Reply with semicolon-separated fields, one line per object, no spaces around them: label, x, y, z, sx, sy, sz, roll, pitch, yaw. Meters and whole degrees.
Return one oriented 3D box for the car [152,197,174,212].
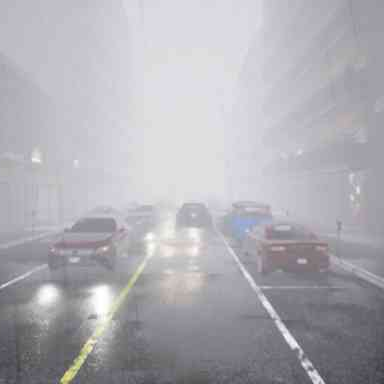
car;-3.038;1.585;38.423;1.994;1.385;4.181;0;0;0

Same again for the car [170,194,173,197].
car;-5.733;1.593;71.088;1.887;1.381;4.507;0;0;0

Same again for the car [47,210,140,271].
car;-3.092;1.530;11.087;1.812;1.442;4.674;0;0;0

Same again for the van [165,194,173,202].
van;-5.741;1.401;82.136;1.690;1.788;3.998;0;0;0

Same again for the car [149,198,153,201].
car;-5.723;1.554;48.825;1.752;1.417;4.829;0;0;0

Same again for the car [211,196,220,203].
car;2.664;1.546;38.109;1.752;1.417;4.829;0;0;0

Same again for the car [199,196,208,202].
car;2.644;1.606;76.603;2.008;1.369;4.403;-1;0;0

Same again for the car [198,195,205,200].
car;2.636;1.624;93.173;2.008;1.369;4.403;-1;0;0

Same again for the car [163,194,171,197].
car;-5.730;1.609;65.565;1.947;1.339;4.313;0;0;0

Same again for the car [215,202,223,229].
car;2.673;1.576;21.369;1.947;1.339;4.313;0;0;0

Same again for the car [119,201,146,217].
car;-5.714;1.598;32.424;1.802;1.307;4.206;0;0;0

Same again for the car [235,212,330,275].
car;2.678;1.549;10.322;1.887;1.381;4.507;0;0;0

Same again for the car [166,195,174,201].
car;-5.743;1.507;87.659;1.967;1.590;4.097;0;0;0

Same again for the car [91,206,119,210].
car;-5.708;1.554;21.377;1.887;1.381;4.507;0;0;0

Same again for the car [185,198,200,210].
car;0.078;1.550;43.570;1.812;1.442;4.674;0;0;0

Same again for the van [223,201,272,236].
van;2.674;1.348;15.846;1.690;1.788;3.998;0;0;0

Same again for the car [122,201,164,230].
car;-3.059;1.535;21.396;1.812;1.442;4.674;0;0;0

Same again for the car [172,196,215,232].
car;0.090;1.362;20.498;2.097;1.767;4.553;0;0;0
